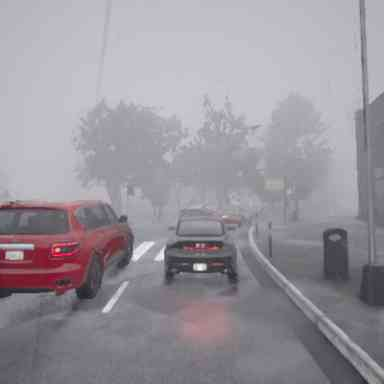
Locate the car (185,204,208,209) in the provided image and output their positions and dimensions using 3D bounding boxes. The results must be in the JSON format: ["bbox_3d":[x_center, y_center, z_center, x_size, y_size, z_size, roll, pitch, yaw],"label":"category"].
[{"bbox_3d":[0.904,1.679,25.903,1.882,1.535,5.008,-2,-4,29],"label":"car"}]

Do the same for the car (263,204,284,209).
[{"bbox_3d":[19.046,3.645,78.269,4.902,1.511,2.128,-3,-5,37],"label":"car"}]

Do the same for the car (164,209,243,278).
[{"bbox_3d":[0.284,1.479,10.059,1.837,1.490,4.892,0,0,2],"label":"car"}]

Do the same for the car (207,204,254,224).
[{"bbox_3d":[2.837,1.579,22.580,1.994,1.385,4.181,-2,-3,22],"label":"car"}]

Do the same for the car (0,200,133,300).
[{"bbox_3d":[-3.028,1.204,8.502,2.150,2.045,5.566,0,0,1],"label":"car"}]
